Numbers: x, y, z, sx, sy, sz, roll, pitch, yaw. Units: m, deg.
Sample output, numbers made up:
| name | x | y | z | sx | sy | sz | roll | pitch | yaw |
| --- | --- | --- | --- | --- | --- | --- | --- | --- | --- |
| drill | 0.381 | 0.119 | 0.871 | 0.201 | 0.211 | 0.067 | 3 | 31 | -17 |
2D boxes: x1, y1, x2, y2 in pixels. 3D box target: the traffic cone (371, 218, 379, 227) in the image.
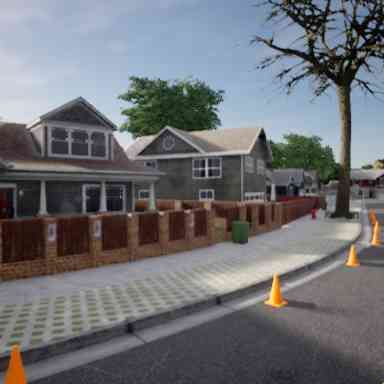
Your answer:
| name | x | y | z | sx | sy | sz | roll | pitch | yaw |
| --- | --- | --- | --- | --- | --- | --- | --- | --- | --- |
| traffic cone | 10.031 | 1.867 | 18.023 | 0.340 | 0.580 | 0.340 | 0 | 0 | 27 |

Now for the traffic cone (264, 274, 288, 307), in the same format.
| name | x | y | z | sx | sy | sz | roll | pitch | yaw |
| --- | --- | --- | --- | --- | --- | --- | --- | --- | --- |
| traffic cone | 1.680 | 1.931 | 6.651 | 0.340 | 0.580 | 0.340 | 0 | 0 | -44 |

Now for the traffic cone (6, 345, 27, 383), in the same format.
| name | x | y | z | sx | sy | sz | roll | pitch | yaw |
| --- | --- | --- | --- | --- | --- | --- | --- | --- | --- |
| traffic cone | -1.903 | 1.954 | 3.592 | 0.340 | 0.580 | 0.340 | 0 | 0 | -37 |

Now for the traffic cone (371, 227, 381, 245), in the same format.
| name | x | y | z | sx | sy | sz | roll | pitch | yaw |
| --- | --- | --- | --- | --- | --- | --- | --- | --- | --- |
| traffic cone | 7.678 | 1.888 | 13.900 | 0.340 | 0.580 | 0.340 | 0 | 0 | 33 |

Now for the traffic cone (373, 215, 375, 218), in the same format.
| name | x | y | z | sx | sy | sz | roll | pitch | yaw |
| --- | --- | --- | --- | --- | --- | --- | --- | --- | --- |
| traffic cone | 12.318 | 1.846 | 22.470 | 0.340 | 0.580 | 0.340 | 0 | 0 | 27 |

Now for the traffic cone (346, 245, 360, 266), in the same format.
| name | x | y | z | sx | sy | sz | roll | pitch | yaw |
| --- | --- | --- | --- | --- | --- | --- | --- | --- | --- |
| traffic cone | 4.888 | 1.909 | 10.102 | 0.340 | 0.580 | 0.340 | 0 | 0 | 40 |
